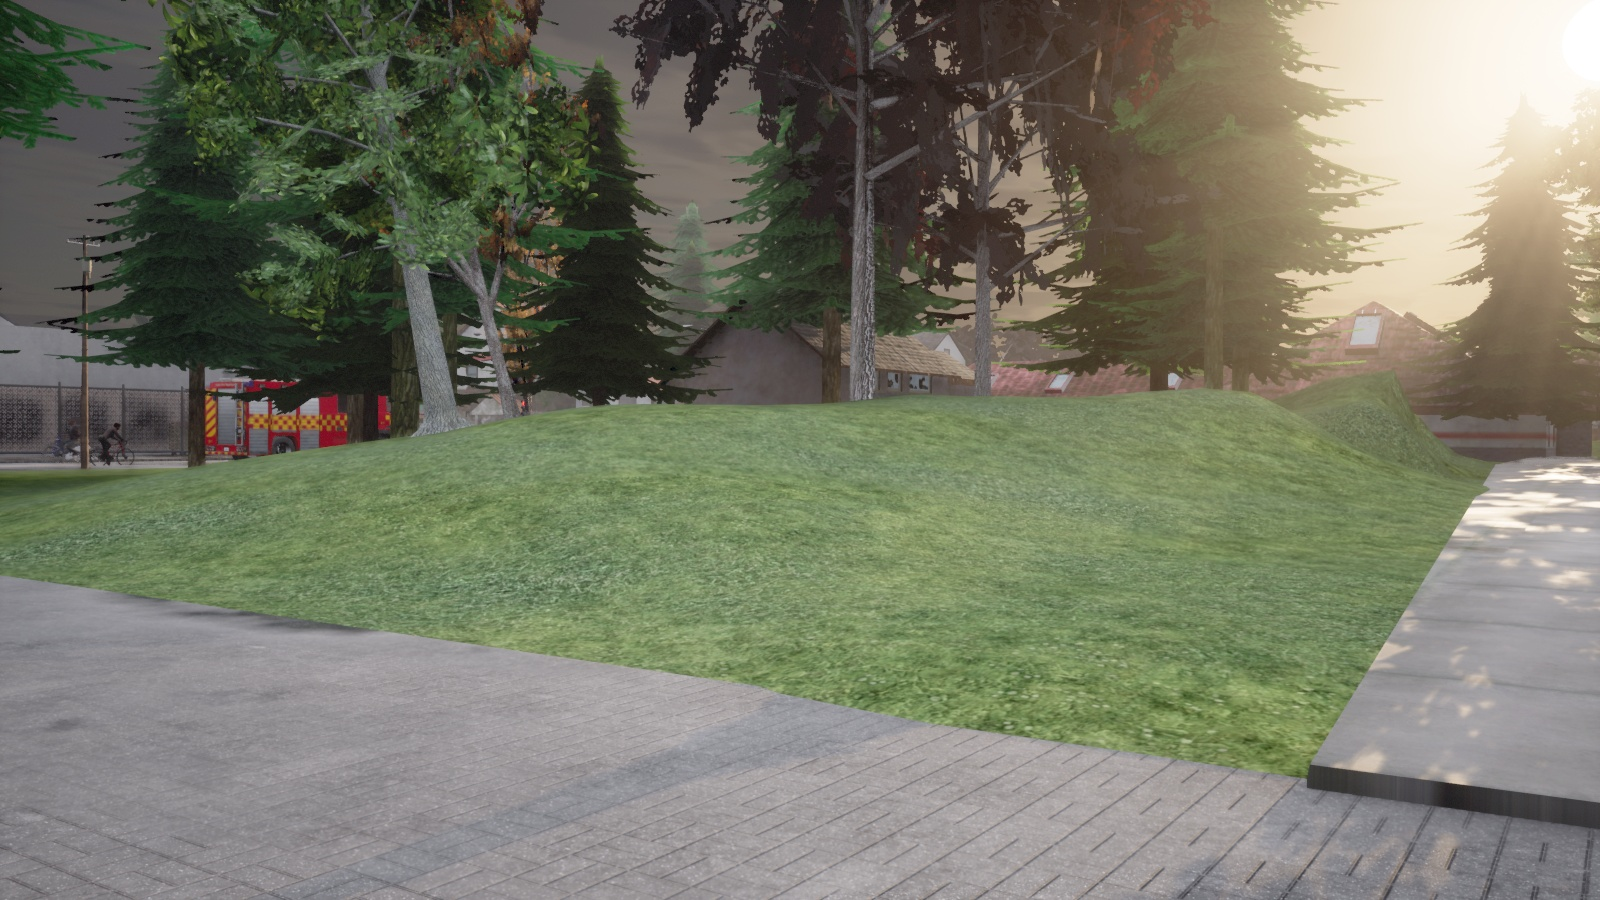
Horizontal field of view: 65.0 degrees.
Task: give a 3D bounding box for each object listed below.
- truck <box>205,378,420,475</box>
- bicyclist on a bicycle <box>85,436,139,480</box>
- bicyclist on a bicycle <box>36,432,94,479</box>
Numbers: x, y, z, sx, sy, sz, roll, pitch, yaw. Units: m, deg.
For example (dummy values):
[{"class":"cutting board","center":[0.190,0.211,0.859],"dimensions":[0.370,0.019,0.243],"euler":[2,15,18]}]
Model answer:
[{"class":"truck","center":[-20.648,-0.981,53.810],"dimensions":[2.891,3.827,8.468],"euler":[0,1,32]},{"class":"bicyclist on a bicycle","center":[-25.486,0.279,46.556],"dimensions":[0.582,1.620,1.656],"euler":[0,1,34]},{"class":"bicyclist on a bicycle","center":[-28.659,0.192,49.008],"dimensions":[0.659,1.776,1.843],"euler":[0,1,34]}]
